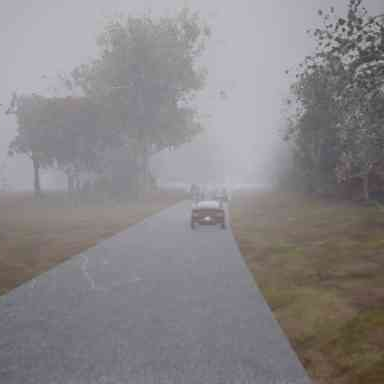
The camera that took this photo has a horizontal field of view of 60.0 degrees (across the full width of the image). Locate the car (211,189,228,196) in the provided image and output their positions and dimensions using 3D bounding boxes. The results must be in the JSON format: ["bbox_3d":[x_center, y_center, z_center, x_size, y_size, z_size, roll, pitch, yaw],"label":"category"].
[{"bbox_3d":[3.338,0.288,40.202,1.994,1.385,4.181,1,3,7],"label":"car"}]

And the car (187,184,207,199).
[{"bbox_3d":[0.627,-0.201,41.572,2.097,1.767,4.553,1,3,8],"label":"car"}]

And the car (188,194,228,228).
[{"bbox_3d":[1.002,1.153,19.762,1.882,1.535,5.008,0,2,4],"label":"car"}]
